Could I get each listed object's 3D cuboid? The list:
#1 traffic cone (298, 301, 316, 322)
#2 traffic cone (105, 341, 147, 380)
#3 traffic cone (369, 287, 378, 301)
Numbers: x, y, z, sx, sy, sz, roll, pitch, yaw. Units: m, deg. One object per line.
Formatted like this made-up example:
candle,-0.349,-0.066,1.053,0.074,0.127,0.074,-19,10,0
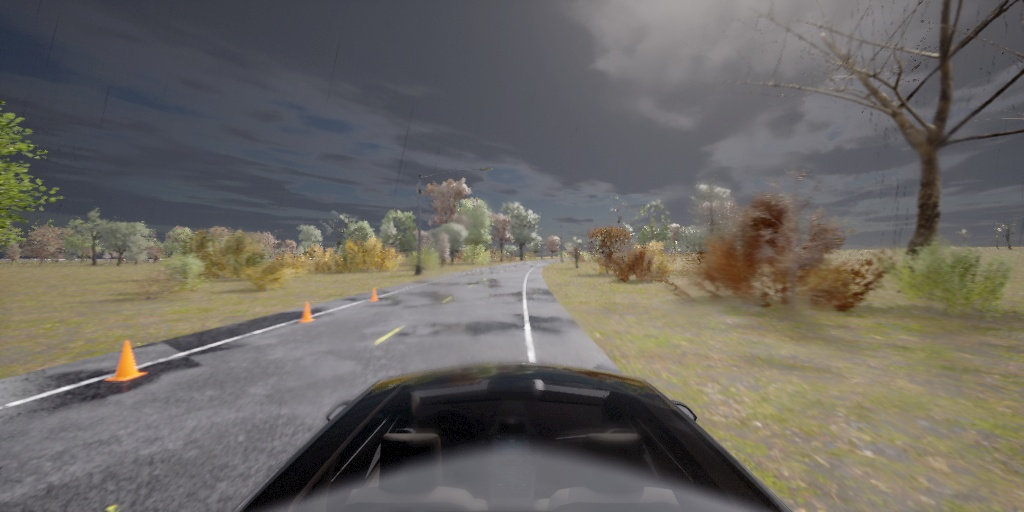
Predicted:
traffic cone,-6.205,1.674,10.858,0.340,0.580,0.340,0,0,1
traffic cone,-6.259,1.673,5.827,0.340,0.580,0.340,0,0,0
traffic cone,-6.101,1.675,15.889,0.340,0.580,0.340,0,0,1
